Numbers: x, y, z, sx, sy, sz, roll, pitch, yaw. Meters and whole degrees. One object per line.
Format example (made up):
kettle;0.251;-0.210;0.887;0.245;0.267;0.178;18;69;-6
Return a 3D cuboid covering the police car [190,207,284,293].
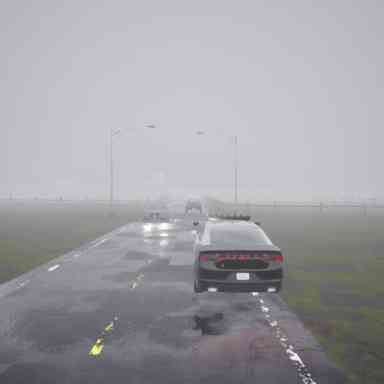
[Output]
police car;0.992;1.426;9.009;1.930;1.638;5.238;0;0;0

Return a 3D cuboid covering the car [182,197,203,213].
car;0.197;1.499;37.228;1.837;1.490;4.892;0;0;0

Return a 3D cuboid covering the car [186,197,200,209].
car;0.186;1.516;47.397;1.812;1.442;4.674;0;0;1

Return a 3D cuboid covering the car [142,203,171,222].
car;-2.664;1.562;25.781;1.994;1.385;4.181;0;0;0

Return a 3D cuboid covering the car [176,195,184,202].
car;-2.498;1.481;75.209;1.837;1.490;4.892;0;0;0
